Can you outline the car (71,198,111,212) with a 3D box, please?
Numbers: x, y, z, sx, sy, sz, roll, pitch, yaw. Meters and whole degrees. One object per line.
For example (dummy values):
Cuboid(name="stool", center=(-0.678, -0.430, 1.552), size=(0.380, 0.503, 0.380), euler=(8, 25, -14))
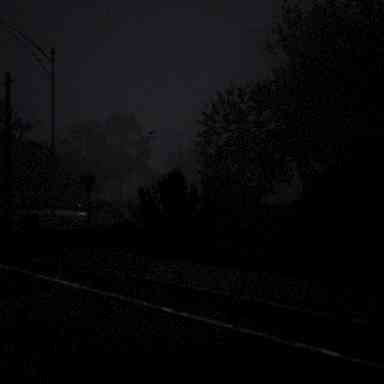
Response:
Cuboid(name="car", center=(-11.813, 1.454, 39.162), size=(1.882, 1.535, 5.008), euler=(0, 0, 32))
